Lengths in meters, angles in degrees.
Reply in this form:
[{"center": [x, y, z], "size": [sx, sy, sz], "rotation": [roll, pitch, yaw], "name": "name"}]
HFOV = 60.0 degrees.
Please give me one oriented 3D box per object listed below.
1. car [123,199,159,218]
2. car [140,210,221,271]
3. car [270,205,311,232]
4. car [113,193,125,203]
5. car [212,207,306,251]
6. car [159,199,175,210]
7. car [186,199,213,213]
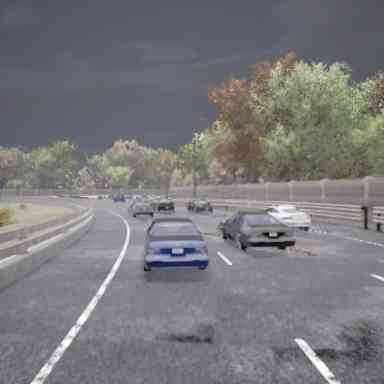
[{"center": [-4.845, 1.564, 31.085], "size": [2.033, 1.411, 5.357], "rotation": [0, 0, -18], "name": "car"}, {"center": [-0.636, 1.550, 10.968], "size": [2.033, 1.411, 5.357], "rotation": [0, 0, -6], "name": "car"}, {"center": [5.193, 1.508, 19.605], "size": [1.812, 1.442, 4.674], "rotation": [0, 0, -12], "name": "car"}, {"center": [-16.101, 1.280, 73.470], "size": [2.150, 2.045, 5.566], "rotation": [0, 0, -18], "name": "car"}, {"center": [2.514, 1.539, 14.144], "size": [2.033, 1.411, 5.357], "rotation": [0, 0, -8], "name": "car"}, {"center": [-3.449, 1.489, 37.602], "size": [1.882, 1.535, 5.008], "rotation": [0, 0, -20], "name": "car"}, {"center": [0.816, 1.523, 36.035], "size": [1.812, 1.442, 4.674], "rotation": [0, 0, -18], "name": "car"}]
